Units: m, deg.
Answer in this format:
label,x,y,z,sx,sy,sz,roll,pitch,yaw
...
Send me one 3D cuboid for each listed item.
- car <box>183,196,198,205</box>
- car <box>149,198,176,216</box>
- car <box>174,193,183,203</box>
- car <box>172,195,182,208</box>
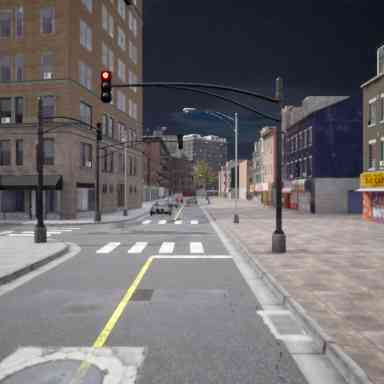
label,x,y,z,sx,sy,sz,roll,pitch,yaw
car,0.026,1.509,59.308,2.128,1.511,4.902,0,0,0
car,-2.888,1.568,31.843,1.994,1.385,4.181,0,0,0
car,-2.833,1.265,66.937,2.150,2.045,5.566,0,0,0
car,-2.903,1.573,46.733,1.994,1.385,4.181,0,0,0
